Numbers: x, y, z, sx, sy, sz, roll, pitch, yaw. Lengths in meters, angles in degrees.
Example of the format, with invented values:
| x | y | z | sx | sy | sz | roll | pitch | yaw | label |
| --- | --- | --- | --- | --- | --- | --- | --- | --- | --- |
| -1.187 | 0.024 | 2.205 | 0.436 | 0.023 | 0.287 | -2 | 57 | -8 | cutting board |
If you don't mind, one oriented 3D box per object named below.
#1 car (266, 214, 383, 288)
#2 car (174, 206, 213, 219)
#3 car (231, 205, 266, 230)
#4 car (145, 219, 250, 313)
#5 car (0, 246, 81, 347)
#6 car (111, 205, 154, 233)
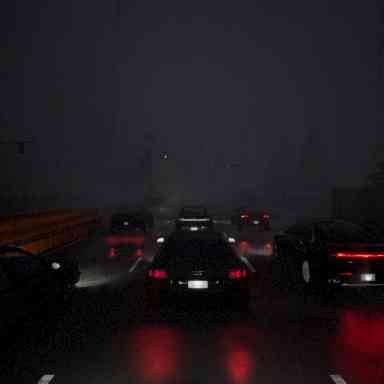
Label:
| x | y | z | sx | sy | sz | roll | pitch | yaw | label |
| --- | --- | --- | --- | --- | --- | --- | --- | --- | --- |
| 3.600 | 1.504 | 9.219 | 1.837 | 1.490 | 4.892 | 0 | 0 | 0 | car |
| 0.099 | 1.492 | 17.697 | 2.128 | 1.511 | 4.902 | 0 | 0 | 0 | car |
| 3.599 | 1.526 | 20.942 | 1.812 | 1.442 | 4.674 | 0 | 0 | 0 | car |
| 0.100 | 1.564 | 7.748 | 1.994 | 1.385 | 4.181 | 0 | 0 | 0 | car |
| -3.398 | 1.548 | 4.988 | 2.033 | 1.411 | 5.357 | 0 | 0 | 0 | car |
| -3.400 | 1.478 | 19.633 | 1.882 | 1.535 | 5.008 | 0 | 0 | 0 | car |
